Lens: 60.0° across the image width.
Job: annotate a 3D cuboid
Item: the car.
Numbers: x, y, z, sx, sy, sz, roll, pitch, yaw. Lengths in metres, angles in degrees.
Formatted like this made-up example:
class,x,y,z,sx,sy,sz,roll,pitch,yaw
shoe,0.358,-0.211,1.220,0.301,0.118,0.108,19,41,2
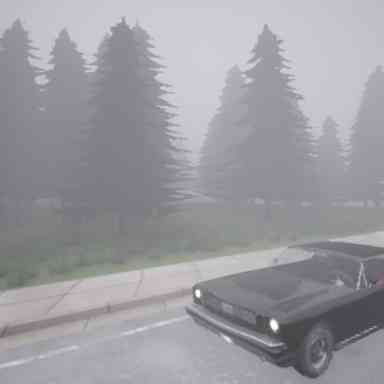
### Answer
class,x,y,z,sx,sy,sz,roll,pitch,yaw
car,2.249,1.588,5.614,4.718,1.301,1.895,0,0,-36
